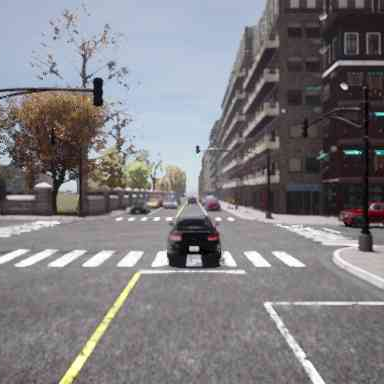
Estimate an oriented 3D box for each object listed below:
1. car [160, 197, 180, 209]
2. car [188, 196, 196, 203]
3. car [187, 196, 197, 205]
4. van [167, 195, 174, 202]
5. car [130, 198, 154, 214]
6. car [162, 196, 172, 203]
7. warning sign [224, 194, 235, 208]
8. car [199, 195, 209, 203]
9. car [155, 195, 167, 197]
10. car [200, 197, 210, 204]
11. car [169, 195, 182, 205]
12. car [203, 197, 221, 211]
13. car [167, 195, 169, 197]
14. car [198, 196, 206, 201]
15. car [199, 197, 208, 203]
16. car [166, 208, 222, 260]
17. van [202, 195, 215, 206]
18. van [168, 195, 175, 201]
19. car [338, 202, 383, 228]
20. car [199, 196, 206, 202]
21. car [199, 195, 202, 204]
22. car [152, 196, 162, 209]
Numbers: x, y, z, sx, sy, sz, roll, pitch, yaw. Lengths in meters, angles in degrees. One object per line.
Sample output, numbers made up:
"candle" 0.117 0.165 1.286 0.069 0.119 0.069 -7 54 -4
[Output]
"car" -3.064 1.750 47.674 1.895 1.301 4.718 0 0 0
"car" 0.038 1.668 75.893 1.812 1.442 4.674 0 0 0
"car" 0.032 1.727 65.856 1.837 1.490 4.892 0 0 0
"van" -5.646 1.661 87.433 1.690 1.788 3.998 0 0 0
"car" -5.670 1.676 36.760 1.947 1.339 4.313 0 0 0
"car" -5.651 1.707 76.172 1.967 1.590 4.097 0 0 0
"warning sign" 5.087 1.255 45.030 1.300 1.860 1.060 0 0 0
"car" 2.730 1.583 76.168 2.192 1.841 5.009 0 0 0
"car" -5.662 1.488 53.652 2.192 1.841 5.009 0 0 0
"car" 2.726 1.788 70.537 1.887 1.381 4.507 0 0 0
"car" -2.993 1.716 63.795 1.837 1.490 4.892 0 0 1
"car" 2.713 1.675 42.386 1.887 1.381 4.507 0 0 0
"car" -5.654 1.683 70.543 1.967 1.590 4.097 0 0 0
"car" 2.737 1.788 93.057 1.967 1.590 4.097 0 0 0
"car" 2.731 1.844 81.798 2.008 1.369 4.403 0 0 0
"car" 0.079 1.559 12.411 1.812 1.442 4.674 0 0 0
"van" 2.717 1.492 48.018 1.690 1.788 3.998 0 0 0
"van" -5.643 1.689 93.062 1.690 1.788 3.998 0 0 0
"car" 13.478 1.669 24.429 5.009 1.841 2.192 1 -1 0
"car" 2.734 1.865 87.428 1.887 1.381 4.507 0 0 0
"car" 2.721 1.635 59.278 1.967 1.590 4.097 0 0 0
"car" -5.664 1.675 47.852 1.752 1.417 4.829 0 0 0
